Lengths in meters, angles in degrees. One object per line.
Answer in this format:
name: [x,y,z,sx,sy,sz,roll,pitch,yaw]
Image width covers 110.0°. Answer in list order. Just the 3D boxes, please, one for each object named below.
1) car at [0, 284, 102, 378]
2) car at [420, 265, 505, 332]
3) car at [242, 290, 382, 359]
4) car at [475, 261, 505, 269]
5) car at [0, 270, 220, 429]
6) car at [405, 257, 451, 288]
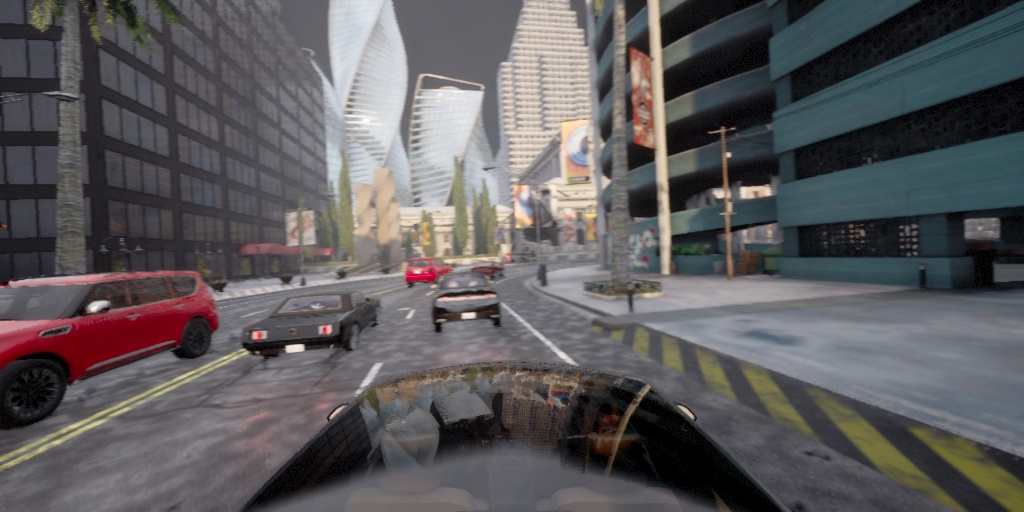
car: [-11.534,1.671,7.039,2.097,1.767,4.553,-3,0,-9]
car: [-1.485,1.261,11.190,2.128,1.511,4.902,-3,0,-10]
car: [-4.701,1.550,9.295,1.895,1.301,4.718,-3,0,-10]
car: [-1.892,1.160,29.360,1.882,1.535,5.008,-3,0,11]
car: [-7.948,1.356,6.483,2.150,2.045,5.566,-3,0,-10]
car: [-5.987,1.135,26.382,2.150,2.045,5.566,-3,0,6]
